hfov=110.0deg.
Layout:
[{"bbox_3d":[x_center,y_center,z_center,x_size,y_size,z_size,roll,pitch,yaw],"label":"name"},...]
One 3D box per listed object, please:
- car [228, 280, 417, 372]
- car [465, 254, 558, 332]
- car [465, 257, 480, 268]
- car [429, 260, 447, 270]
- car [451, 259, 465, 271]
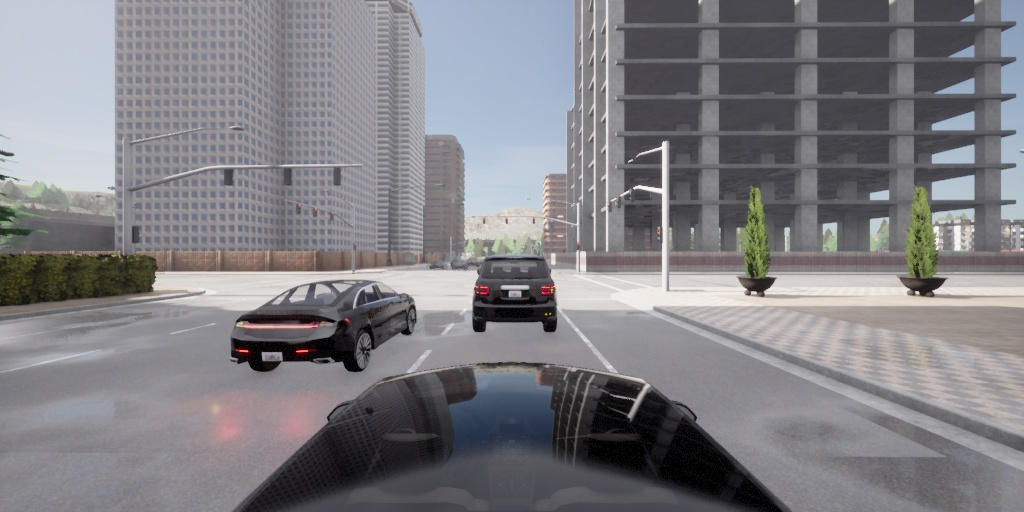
[{"bbox_3d":[-3.444,1.241,7.609,2.128,1.511,4.902,0,0,1],"label":"car"},{"bbox_3d":[0.071,0.971,10.953,2.150,2.045,5.566,0,0,0],"label":"car"},{"bbox_3d":[-6.931,1.099,63.670,2.097,1.767,4.553,0,0,1],"label":"car"},{"bbox_3d":[-10.699,1.313,52.059,1.994,1.385,4.181,0,0,1],"label":"car"},{"bbox_3d":[-7.233,1.253,49.914,1.837,1.490,4.892,0,0,1],"label":"car"}]
